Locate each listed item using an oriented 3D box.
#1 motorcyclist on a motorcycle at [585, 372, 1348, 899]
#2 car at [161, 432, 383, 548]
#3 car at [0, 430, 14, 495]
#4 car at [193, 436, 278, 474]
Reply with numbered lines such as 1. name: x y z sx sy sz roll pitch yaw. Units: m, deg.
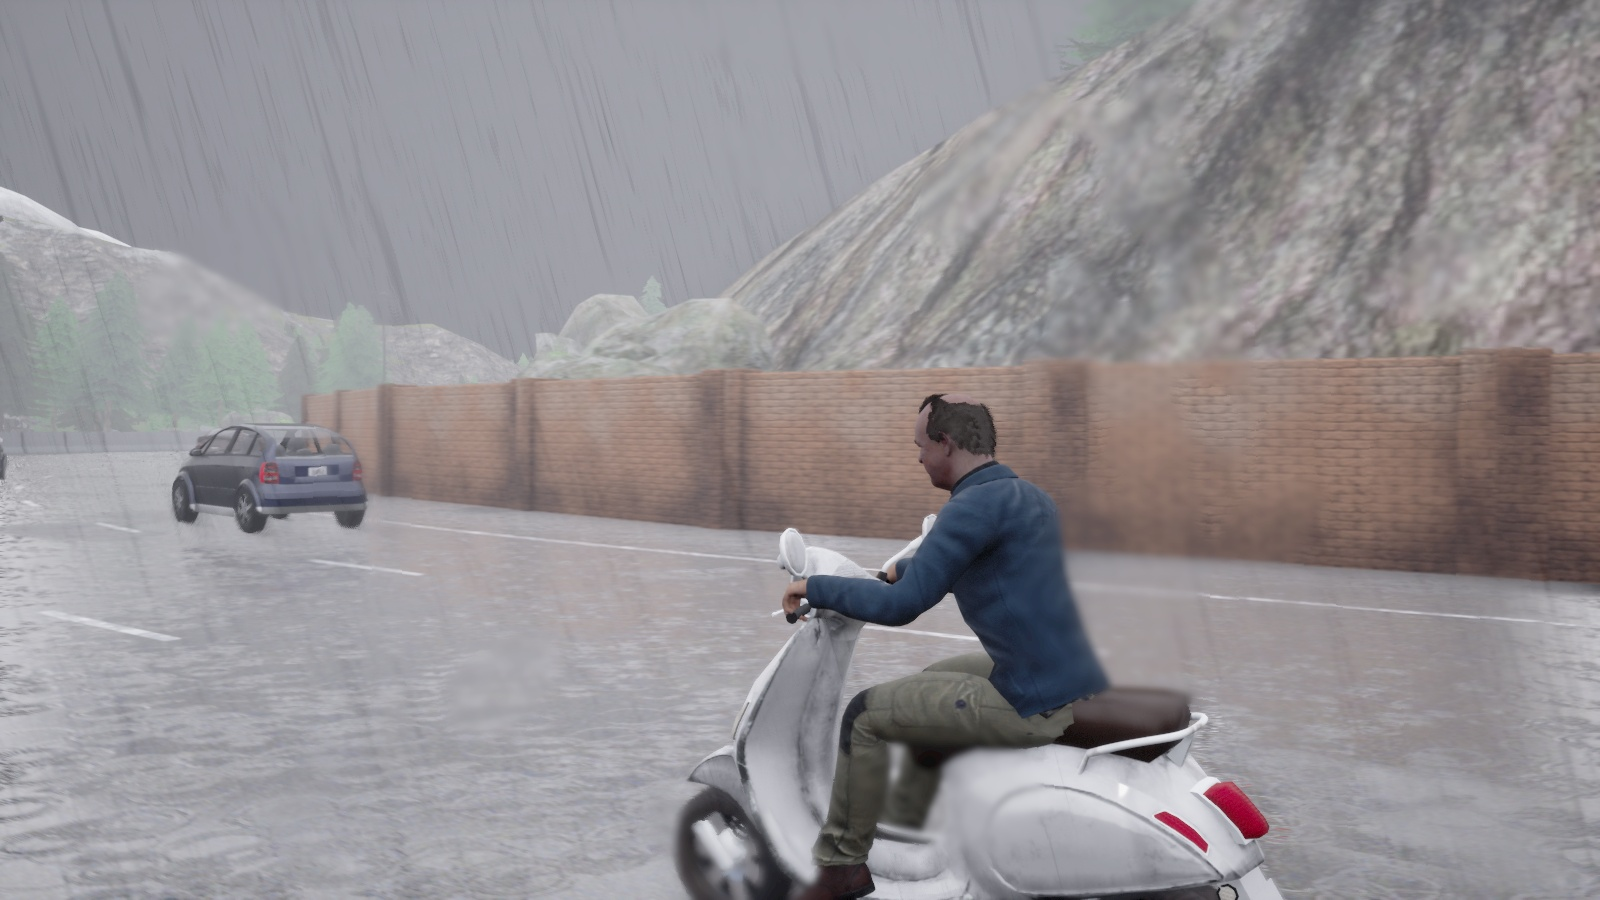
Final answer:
1. motorcyclist on a motorcycle: 0.404 0.635 3.357 1.817 1.590 0.866 0 1 34
2. car: -8.005 0.524 18.907 3.705 1.549 1.789 0 1 45
3. car: -21.828 0.332 32.334 2.242 1.667 4.611 -1 1 -27
4. car: -24.517 0.185 54.713 1.882 1.535 5.008 -1 1 -6
